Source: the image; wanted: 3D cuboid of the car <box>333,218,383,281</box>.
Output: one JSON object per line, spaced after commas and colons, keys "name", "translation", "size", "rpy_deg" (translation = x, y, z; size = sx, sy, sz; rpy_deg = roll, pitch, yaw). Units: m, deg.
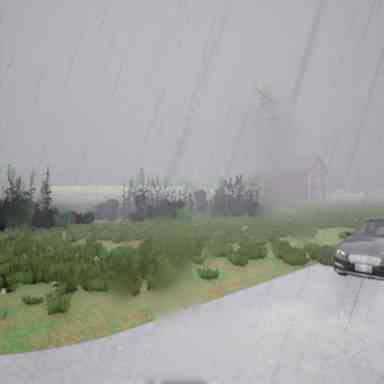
{"name": "car", "translation": [5.735, 1.529, 9.542], "size": [2.128, 1.511, 4.902], "rpy_deg": [0, 0, 44]}
